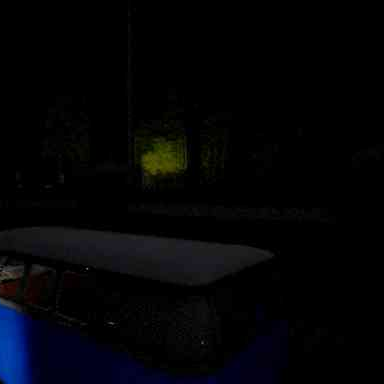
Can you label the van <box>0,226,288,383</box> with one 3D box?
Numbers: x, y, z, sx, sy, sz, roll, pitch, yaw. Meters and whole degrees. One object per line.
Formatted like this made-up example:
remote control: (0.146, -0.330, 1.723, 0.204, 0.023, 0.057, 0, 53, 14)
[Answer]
van: (-1.007, 1.341, 3.570, 3.998, 1.788, 1.690, 0, 0, 36)
